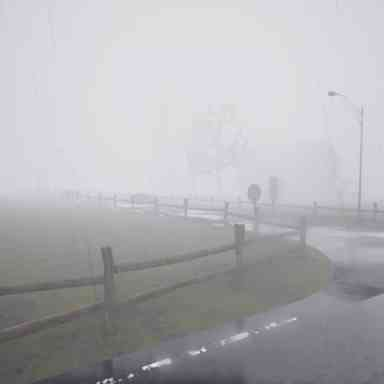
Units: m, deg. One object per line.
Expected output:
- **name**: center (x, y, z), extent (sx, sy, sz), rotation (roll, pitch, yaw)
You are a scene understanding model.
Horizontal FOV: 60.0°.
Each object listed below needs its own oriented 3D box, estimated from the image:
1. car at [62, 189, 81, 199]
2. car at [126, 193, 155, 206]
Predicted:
- **car**: center (-18.314, 0.307, 50.259), extent (2.128, 1.511, 4.902), rotation (1, 1, -35)
- **car**: center (-5.736, 0.782, 37.094), extent (1.812, 1.442, 4.674), rotation (1, 1, -35)
